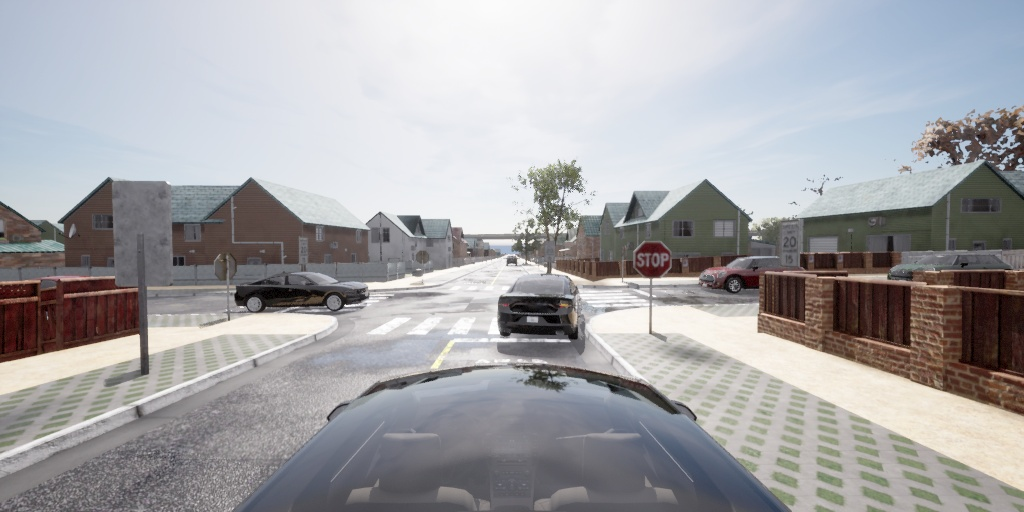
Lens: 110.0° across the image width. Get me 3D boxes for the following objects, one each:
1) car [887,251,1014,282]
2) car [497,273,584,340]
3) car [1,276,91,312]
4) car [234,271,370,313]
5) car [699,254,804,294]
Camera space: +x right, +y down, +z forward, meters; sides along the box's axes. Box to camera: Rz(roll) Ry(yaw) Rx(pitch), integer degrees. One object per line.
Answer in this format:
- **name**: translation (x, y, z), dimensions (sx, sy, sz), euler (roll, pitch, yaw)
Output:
- **car**: translation (21.697, 0.646, 17.856), dimensions (4.553, 1.767, 2.097), euler (-1, 2, 0)
- **car**: translation (0.956, 1.224, 10.169), dimensions (1.882, 1.535, 5.008), euler (0, 0, 12)
- **car**: translation (-18.025, 1.547, 14.627), dimensions (5.008, 1.535, 1.882), euler (-1, 2, 0)
- **car**: translation (-8.472, 1.377, 14.693), dimensions (5.008, 1.535, 1.882), euler (-1, 2, 0)
- **car**: translation (11.802, 0.821, 17.782), dimensions (4.553, 1.767, 2.097), euler (-1, 2, 0)
